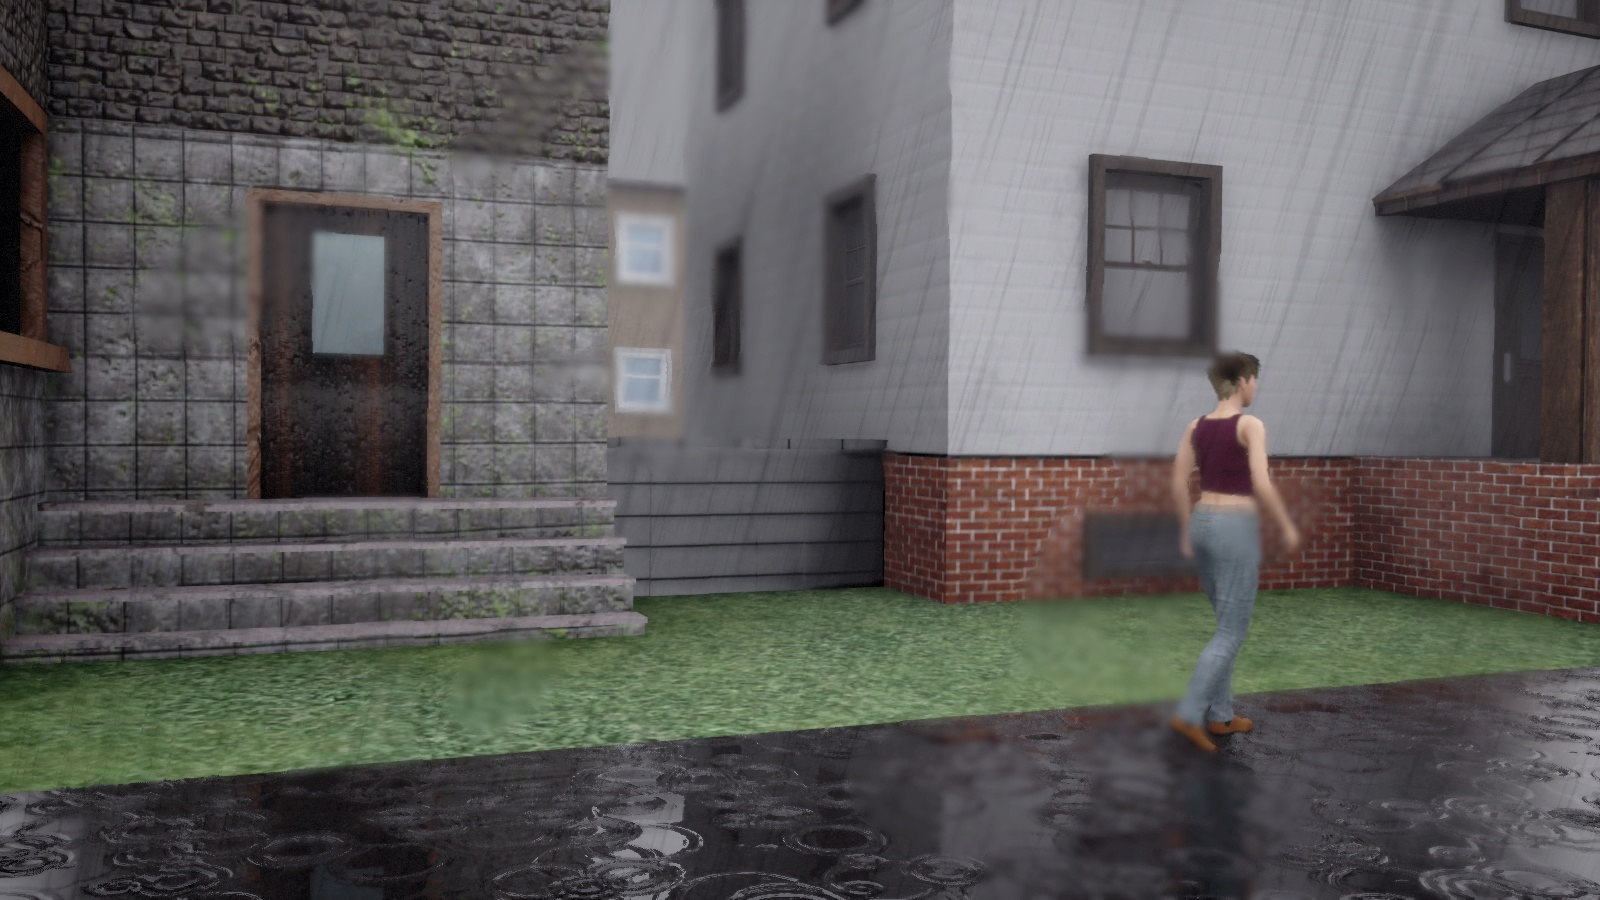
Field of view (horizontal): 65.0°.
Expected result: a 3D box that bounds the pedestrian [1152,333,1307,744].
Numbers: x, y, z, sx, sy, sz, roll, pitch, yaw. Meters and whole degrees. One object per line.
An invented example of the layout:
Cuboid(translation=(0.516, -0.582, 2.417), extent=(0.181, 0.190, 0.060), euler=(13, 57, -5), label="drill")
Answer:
Cuboid(translation=(2.006, 0.390, 5.874), extent=(0.594, 1.836, 0.345), euler=(-1, 1, -22), label="pedestrian")
